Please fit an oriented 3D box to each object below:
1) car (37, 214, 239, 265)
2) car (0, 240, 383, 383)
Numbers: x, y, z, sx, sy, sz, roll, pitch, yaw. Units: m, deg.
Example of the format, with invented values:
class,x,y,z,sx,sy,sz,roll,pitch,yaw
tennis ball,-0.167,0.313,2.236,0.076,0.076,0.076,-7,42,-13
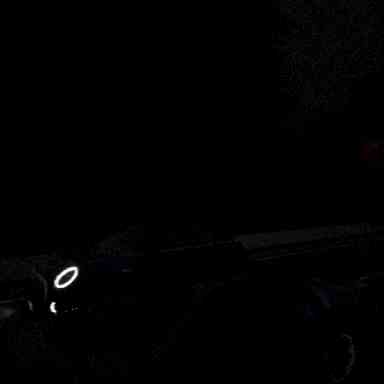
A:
class,x,y,z,sx,sy,sz,roll,pitch,yaw
car,-0.929,1.359,7.015,4.553,1.767,2.097,0,0,-35
car,0.134,1.552,3.782,5.357,1.411,2.033,0,0,-36
